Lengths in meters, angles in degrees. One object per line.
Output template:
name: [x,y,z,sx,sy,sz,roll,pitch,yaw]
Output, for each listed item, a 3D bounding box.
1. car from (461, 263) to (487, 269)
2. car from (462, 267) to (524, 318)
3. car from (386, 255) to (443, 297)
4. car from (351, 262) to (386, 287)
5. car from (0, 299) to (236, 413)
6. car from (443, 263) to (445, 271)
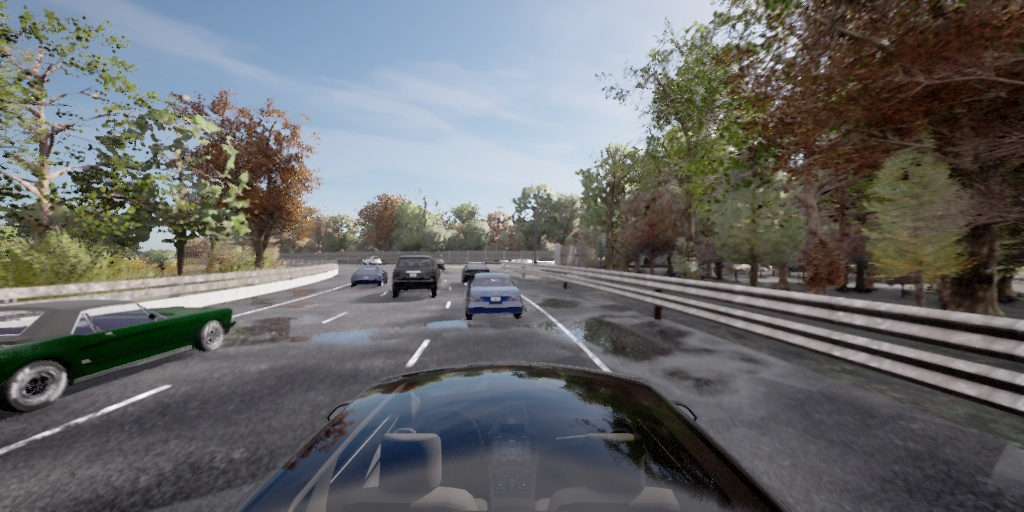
car: [-2.670,1.231,26.378,1.882,1.535,5.008,0,0,-10]
car: [-0.743,1.297,12.942,2.033,1.411,5.357,0,0,-6]
car: [-5.014,0.984,19.238,2.150,2.045,5.566,0,0,-10]
car: [-9.827,1.342,24.978,1.994,1.385,4.181,0,0,-13]
car: [-7.132,1.374,5.995,1.895,1.301,4.718,0,0,-3]
car: [-10.233,1.279,47.560,1.837,1.490,4.892,0,0,-24]
